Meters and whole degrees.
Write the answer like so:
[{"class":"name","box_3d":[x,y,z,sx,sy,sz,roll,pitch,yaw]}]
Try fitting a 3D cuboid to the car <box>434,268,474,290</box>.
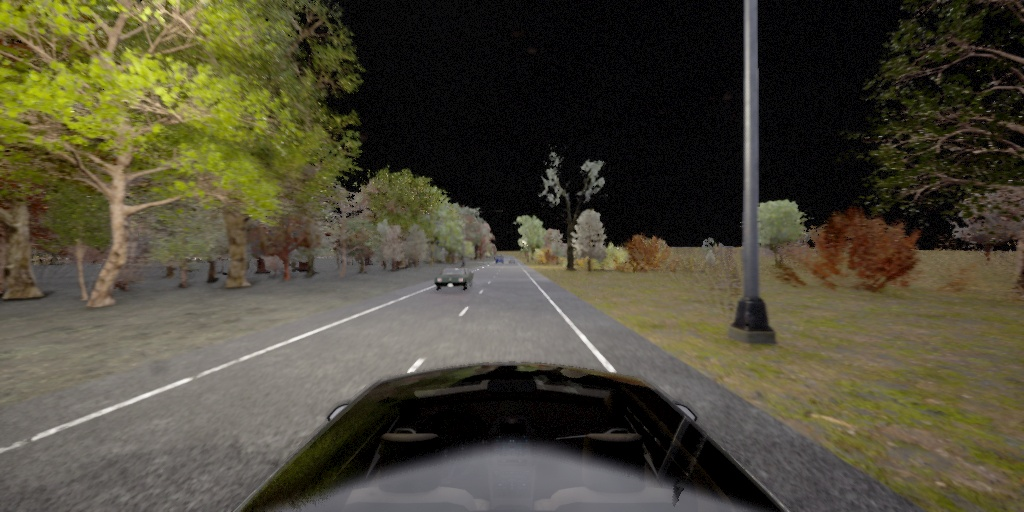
[{"class":"car","box_3d":[-3.495,1.393,22.597,1.895,1.301,4.718,0,0,0]}]
